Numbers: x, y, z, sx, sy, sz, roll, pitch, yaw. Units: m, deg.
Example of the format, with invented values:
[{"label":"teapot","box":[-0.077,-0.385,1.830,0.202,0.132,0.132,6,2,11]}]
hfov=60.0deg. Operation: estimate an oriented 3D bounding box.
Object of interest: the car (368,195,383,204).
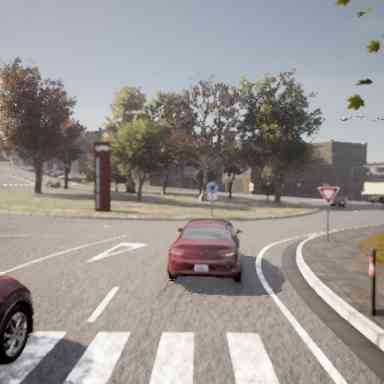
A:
[{"label":"car","box":[29.214,1.106,51.171,5.357,1.411,2.033,2,-1,-34]}]

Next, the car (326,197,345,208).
[{"label":"car","box":[17.846,1.245,41.483,1.895,1.301,4.718,1,2,18]}]

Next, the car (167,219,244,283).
[{"label":"car","box":[0.499,1.490,9.582,1.812,1.442,4.674,0,0,7]}]

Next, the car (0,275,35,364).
[{"label":"car","box":[-3.356,1.344,2.994,2.097,1.767,4.553,0,0,1]}]

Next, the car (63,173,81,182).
[{"label":"car","box":[-31.123,-3.549,89.307,2.231,1.521,4.892,7,6,28]}]
